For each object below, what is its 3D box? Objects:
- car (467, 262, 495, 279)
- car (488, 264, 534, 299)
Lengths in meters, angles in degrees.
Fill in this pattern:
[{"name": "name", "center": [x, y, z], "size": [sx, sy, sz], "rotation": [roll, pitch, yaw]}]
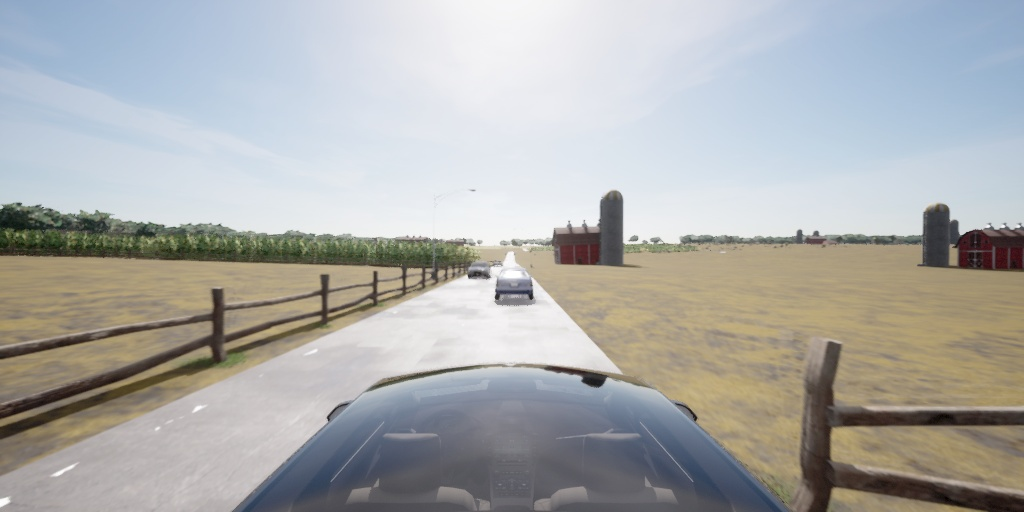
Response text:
[{"name": "car", "center": [-2.842, 1.254, 32.028], "size": [1.837, 1.490, 4.892], "rotation": [0, 0, 0]}, {"name": "car", "center": [0.101, 1.288, 18.028], "size": [2.033, 1.411, 5.357], "rotation": [0, 0, 0]}]
